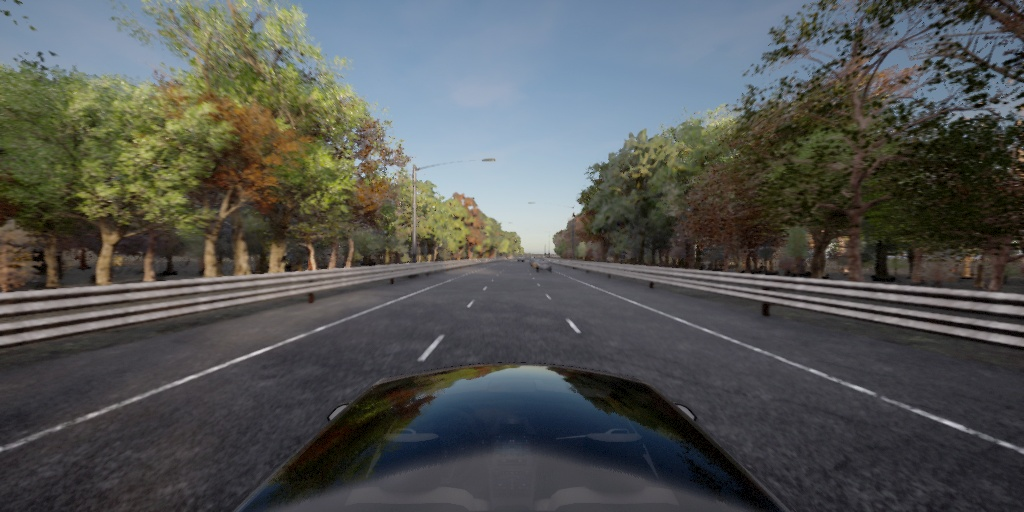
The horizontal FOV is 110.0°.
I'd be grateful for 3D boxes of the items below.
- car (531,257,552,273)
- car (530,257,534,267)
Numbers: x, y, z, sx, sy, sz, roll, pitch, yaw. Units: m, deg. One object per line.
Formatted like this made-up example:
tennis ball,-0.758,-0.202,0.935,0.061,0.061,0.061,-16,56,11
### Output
car,3.876,1.268,44.323,2.128,1.511,4.902,0,0,1
car,4.115,1.235,55.465,1.801,1.575,5.366,0,0,1
